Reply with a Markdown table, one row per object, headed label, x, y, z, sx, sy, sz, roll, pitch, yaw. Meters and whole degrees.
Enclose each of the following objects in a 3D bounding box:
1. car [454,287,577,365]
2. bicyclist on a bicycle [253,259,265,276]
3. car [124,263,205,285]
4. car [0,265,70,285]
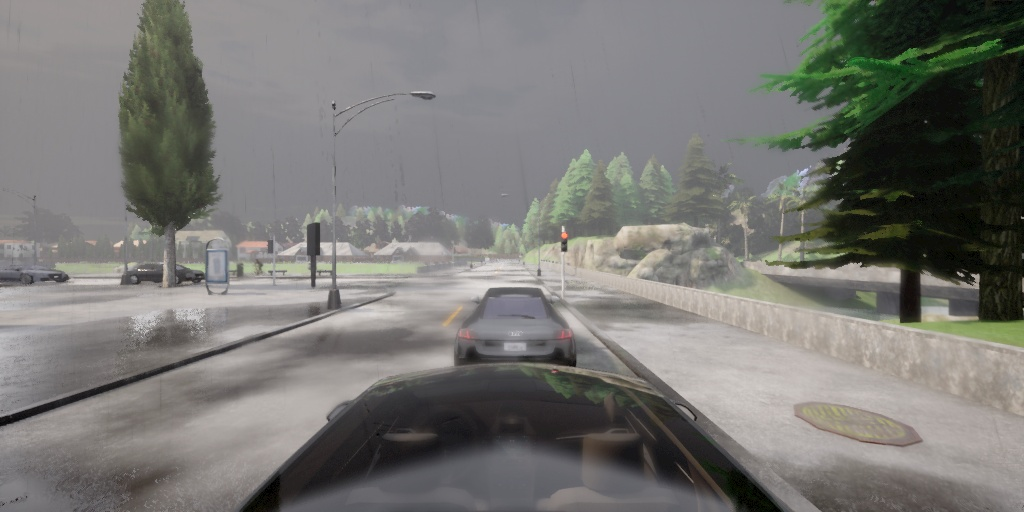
| label | x | y | z | sx | sy | sz | roll | pitch | yaw |
| --- | --- | --- | --- | --- | --- | --- | --- | --- | --- |
| car | 0.063 | 1.314 | 7.318 | 1.994 | 1.385 | 4.181 | 0 | 0 | 0 |
| bicyclist on a bicycle | -24.104 | 1.099 | 34.140 | 0.582 | 1.620 | 1.656 | 0 | 0 | 0 |
| car | -24.836 | 1.255 | 25.742 | 4.892 | 1.490 | 1.837 | 0 | 0 | 0 |
| car | -34.756 | 1.314 | 25.745 | 4.181 | 1.385 | 1.994 | 0 | 0 | 0 |
